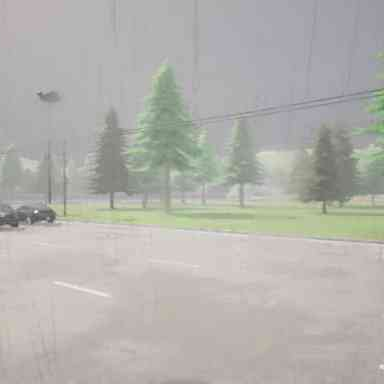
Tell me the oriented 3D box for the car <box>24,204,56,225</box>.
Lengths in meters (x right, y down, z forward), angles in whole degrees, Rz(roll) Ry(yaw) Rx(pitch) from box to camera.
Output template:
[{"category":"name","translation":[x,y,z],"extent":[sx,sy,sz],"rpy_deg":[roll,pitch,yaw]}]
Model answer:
[{"category":"car","translation":[-12.544,1.704,25.843],"extent":[4.892,1.490,1.837],"rpy_deg":[0,0,36]}]

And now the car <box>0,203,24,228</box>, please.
[{"category":"car","translation":[-13.650,1.540,22.333],"extent":[4.553,1.767,2.097],"rpy_deg":[-1,0,36]}]
